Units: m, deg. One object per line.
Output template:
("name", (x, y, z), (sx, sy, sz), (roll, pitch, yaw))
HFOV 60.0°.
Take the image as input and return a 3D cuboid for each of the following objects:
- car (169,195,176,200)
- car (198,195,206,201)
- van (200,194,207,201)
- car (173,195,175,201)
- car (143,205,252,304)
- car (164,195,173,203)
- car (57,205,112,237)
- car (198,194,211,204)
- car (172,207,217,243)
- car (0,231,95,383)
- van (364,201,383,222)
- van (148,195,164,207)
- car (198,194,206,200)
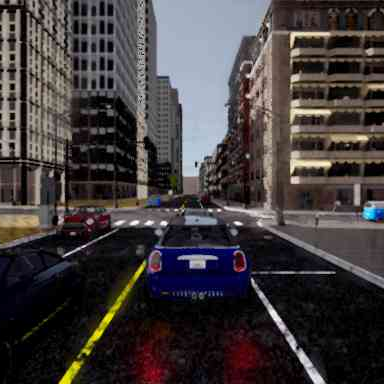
("car", (-5.589, 1.586, 94.583), (1.752, 1.417, 4.829), (0, 0, 0))
("car", (2.786, 1.605, 89.194), (2.008, 1.369, 4.403), (0, 0, 0))
("van", (2.779, 1.390, 83.644), (1.690, 1.788, 3.998), (0, 0, 0))
("car", (-5.595, 1.495, 89.202), (1.967, 1.590, 4.097), (0, 0, 0))
("car", (0.107, 1.354, 8.285), (2.097, 1.767, 4.553), (0, 0, 0))
("car", (-5.613, 1.563, 72.380), (1.752, 1.417, 4.829), (0, 0, 0))
("car", (-5.673, 1.444, 17.872), (1.967, 1.590, 4.097), (0, 0, 0))
("car", (2.761, 1.348, 66.991), (2.192, 1.841, 5.009), (0, 0, 0))
("car", (0.118, 1.567, 16.743), (1.994, 1.385, 4.181), (0, 0, 0))
("car", (-3.077, 1.564, 4.841), (1.994, 1.385, 4.181), (0, 0, 0))
("van", (16.960, 1.711, 28.580), (3.998, 1.788, 1.690), (1, -1, 0))
("van", (-5.637, 1.361, 50.346), (1.690, 1.788, 3.998), (0, 0, 0))
("car", (2.791, 1.376, 94.745), (2.192, 1.841, 5.009), (0, 0, 0))
